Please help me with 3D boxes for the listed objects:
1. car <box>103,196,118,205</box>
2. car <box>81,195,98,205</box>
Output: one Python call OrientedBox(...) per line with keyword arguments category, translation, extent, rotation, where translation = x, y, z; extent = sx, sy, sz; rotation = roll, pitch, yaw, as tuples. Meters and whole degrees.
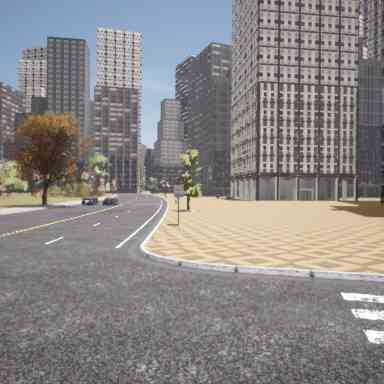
OrientedBox(category="car", translation=(-13.044, 1.410, 53.493), extent=(1.994, 1.385, 4.181), rotation=(0, 0, -4))
OrientedBox(category="car", translation=(-16.284, 1.309, 53.244), extent=(2.128, 1.511, 4.902), rotation=(0, 0, -4))
